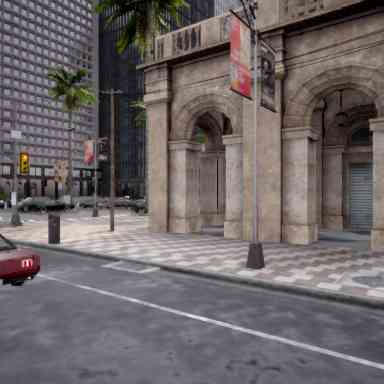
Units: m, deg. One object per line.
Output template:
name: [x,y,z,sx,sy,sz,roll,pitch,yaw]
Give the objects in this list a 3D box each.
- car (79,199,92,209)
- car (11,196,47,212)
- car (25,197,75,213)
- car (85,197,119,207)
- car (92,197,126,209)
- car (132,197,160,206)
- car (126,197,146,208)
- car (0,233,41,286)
car: [-13.195,1.547,46.914,2.033,1.411,5.357,0,0,36]
car: [-18.733,1.352,39.233,2.097,1.767,4.553,0,0,36]
car: [-15.728,1.601,37.415,1.895,1.301,4.718,0,0,36]
car: [-13.870,1.513,51.260,2.161,1.482,4.786,0,0,35]
car: [-10.423,1.491,44.770,2.128,1.511,4.902,0,0,36]
car: [-7.478,1.526,54.818,1.812,1.442,4.674,0,0,36]
car: [-5.902,1.547,44.716,2.033,1.411,5.357,0,0,36]
car: [-5.792,1.601,8.180,4.718,1.301,1.895,0,0,37]
